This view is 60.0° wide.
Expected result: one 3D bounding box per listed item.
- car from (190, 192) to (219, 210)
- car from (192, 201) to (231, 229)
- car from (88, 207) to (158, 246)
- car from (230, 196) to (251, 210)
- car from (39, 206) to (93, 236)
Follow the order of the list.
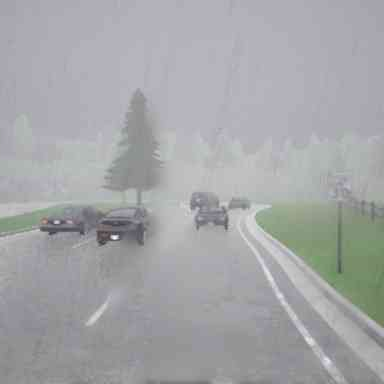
[{"bbox_3d":[1.507,0.983,36.977,2.150,2.045,5.566,0,0,18],"label":"car"},{"bbox_3d":[1.307,1.469,20.404,1.895,1.301,4.718,0,0,6],"label":"car"},{"bbox_3d":[-2.710,1.409,14.736,1.837,1.490,4.892,0,0,4],"label":"car"},{"bbox_3d":[5.467,1.249,37.641,2.128,1.511,4.902,0,0,19],"label":"car"},{"bbox_3d":[-6.000,1.432,17.792,2.033,1.411,5.357,0,0,5],"label":"car"}]
